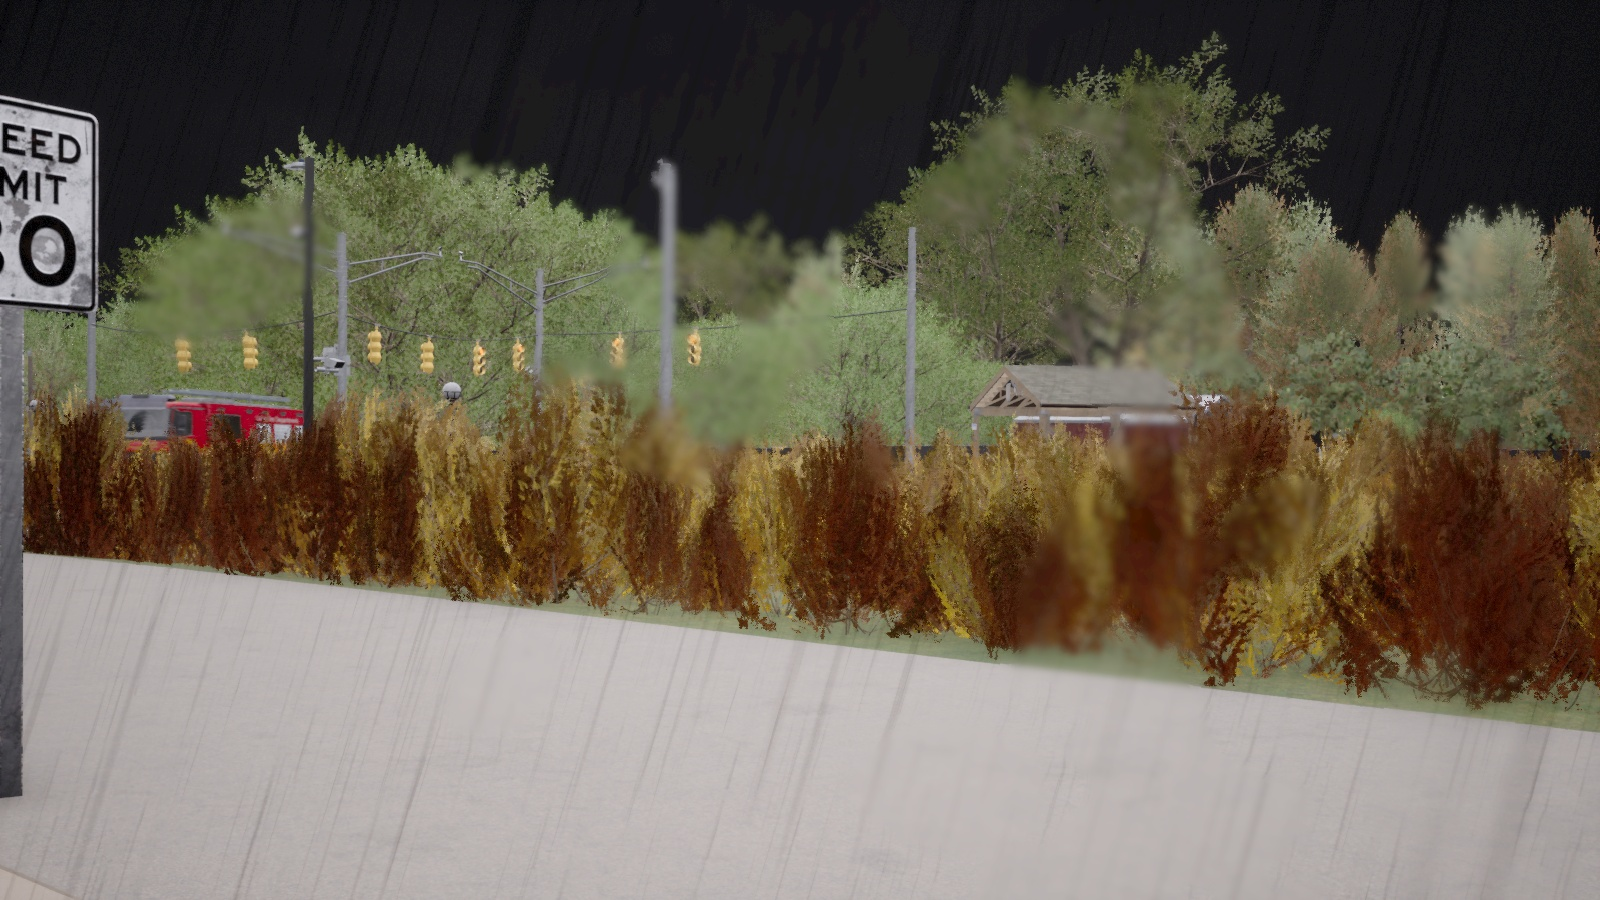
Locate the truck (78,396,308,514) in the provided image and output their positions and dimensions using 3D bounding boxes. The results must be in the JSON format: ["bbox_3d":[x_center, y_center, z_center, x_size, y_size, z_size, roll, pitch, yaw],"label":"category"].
[{"bbox_3d":[-21.455,0.219,45.126,2.891,3.827,8.468,-1,-1,11],"label":"truck"}]
